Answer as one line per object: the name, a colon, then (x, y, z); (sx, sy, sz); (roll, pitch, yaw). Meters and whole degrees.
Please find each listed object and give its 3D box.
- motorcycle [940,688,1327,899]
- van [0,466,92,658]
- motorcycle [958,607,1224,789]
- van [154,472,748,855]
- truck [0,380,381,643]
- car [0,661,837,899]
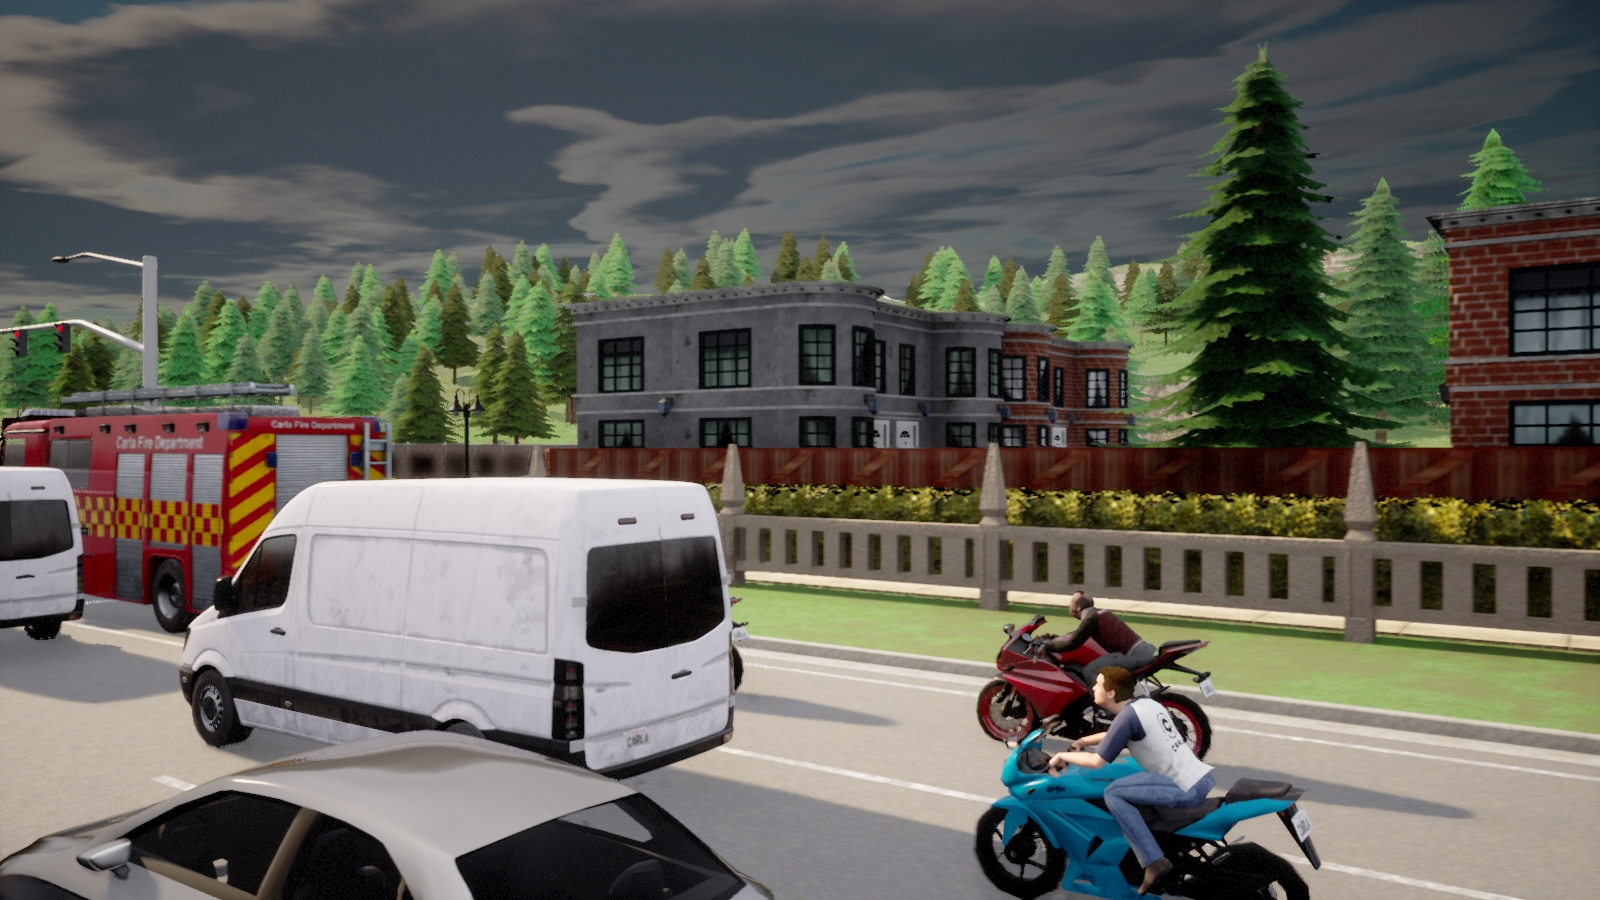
motorcycle: (1.917, 2.186, 6.718); (2.033, 1.199, 0.803); (0, 0, 35)
van: (-13.167, 1.535, 17.294); (5.915, 2.561, 1.988); (0, 0, 35)
motorcycle: (2.644, 2.205, 10.516); (2.209, 1.251, 0.867); (0, 0, 35)
van: (-3.429, 1.535, 10.463); (5.915, 2.561, 1.988); (0, 0, 35)
truck: (-11.263, 0.892, 20.232); (8.468, 3.827, 2.891); (0, 0, 35)
car: (-2.082, 2.066, 5.248); (4.193, 1.474, 1.816); (0, 0, 35)
